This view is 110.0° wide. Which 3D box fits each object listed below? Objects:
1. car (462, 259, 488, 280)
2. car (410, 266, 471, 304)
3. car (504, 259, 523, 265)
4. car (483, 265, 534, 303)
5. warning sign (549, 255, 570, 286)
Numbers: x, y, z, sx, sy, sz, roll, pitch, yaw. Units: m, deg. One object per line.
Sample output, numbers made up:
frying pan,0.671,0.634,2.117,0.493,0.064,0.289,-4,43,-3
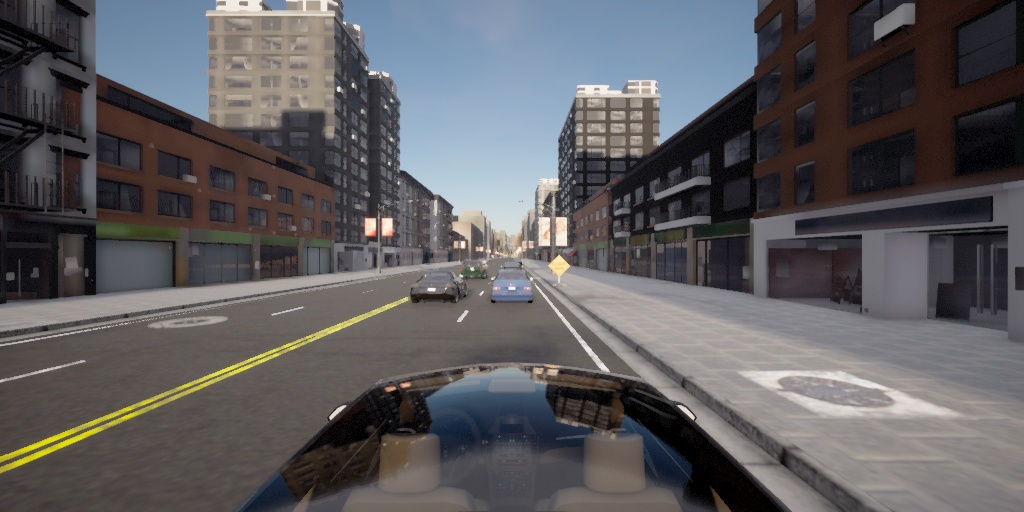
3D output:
car,-3.250,1.132,31.471,2.097,1.767,4.553,0,0,0
car,-3.250,1.326,16.501,1.994,1.385,4.181,0,0,0
car,0.000,1.250,31.501,1.882,1.535,5.008,0,0,0
car,0.000,1.317,16.501,2.033,1.411,5.357,0,0,0
warning sign,2.850,0.871,21.693,1.300,1.860,1.060,0,0,0
